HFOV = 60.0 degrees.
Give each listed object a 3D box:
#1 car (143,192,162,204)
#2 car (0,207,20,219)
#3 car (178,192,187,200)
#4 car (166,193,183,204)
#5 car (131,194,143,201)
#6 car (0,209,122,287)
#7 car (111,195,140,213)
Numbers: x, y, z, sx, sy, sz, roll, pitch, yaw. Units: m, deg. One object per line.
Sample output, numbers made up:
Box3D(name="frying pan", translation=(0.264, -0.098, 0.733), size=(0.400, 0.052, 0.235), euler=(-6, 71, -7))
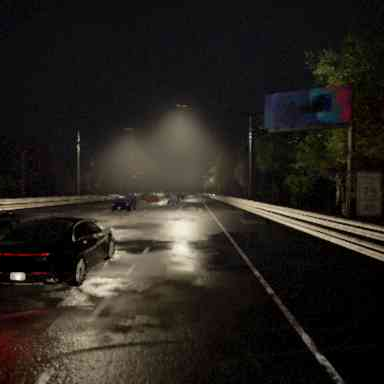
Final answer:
Box3D(name="car", translation=(-6.637, 1.235, 56.881), size=(1.812, 1.442, 4.674), euler=(1, 0, 0))
Box3D(name="car", translation=(-10.417, 1.324, 16.468), size=(2.128, 1.511, 4.902), euler=(1, 0, 0))
Box3D(name="car", translation=(-2.967, 1.050, 80.450), size=(2.097, 1.767, 4.553), euler=(1, 0, 0))
Box3D(name="car", translation=(-3.132, 1.288, 56.766), size=(2.033, 1.411, 5.357), euler=(1, 0, 0))
Box3D(name="car", translation=(-10.133, 1.183, 56.958), size=(1.837, 1.490, 4.892), euler=(1, 0, 0))
Box3D(name="car", translation=(-3.472, 1.435, 9.091), size=(1.837, 1.490, 4.892), euler=(1, 0, 0))
Box3D(name="car", translation=(-6.800, 1.316, 33.483), size=(1.812, 1.442, 4.674), euler=(1, 0, 0))
